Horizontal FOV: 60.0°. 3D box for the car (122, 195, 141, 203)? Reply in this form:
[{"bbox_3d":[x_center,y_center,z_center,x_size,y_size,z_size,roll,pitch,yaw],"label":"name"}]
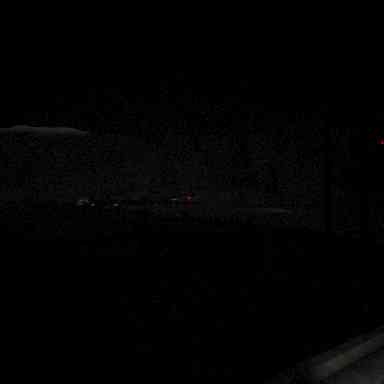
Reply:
[{"bbox_3d":[-12.731,1.515,69.563,1.882,1.535,5.008,0,0,-35],"label":"car"}]

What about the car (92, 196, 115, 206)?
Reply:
[{"bbox_3d":[-14.151,1.516,53.496,2.128,1.511,4.902,0,0,-35],"label":"car"}]

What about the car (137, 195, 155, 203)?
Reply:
[{"bbox_3d":[-10.006,1.519,71.771,1.882,1.535,5.008,0,0,-35],"label":"car"}]

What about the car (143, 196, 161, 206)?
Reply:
[{"bbox_3d":[-7.942,1.579,56.825,2.033,1.411,5.357,0,0,-35],"label":"car"}]

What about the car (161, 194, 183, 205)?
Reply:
[{"bbox_3d":[-4.277,1.525,57.715,2.128,1.511,4.902,0,0,-35],"label":"car"}]

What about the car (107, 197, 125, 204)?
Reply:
[{"bbox_3d":[-15.395,1.633,67.267,1.895,1.301,4.718,0,0,-35],"label":"car"}]

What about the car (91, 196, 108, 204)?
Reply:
[{"bbox_3d":[-18.313,1.555,65.471,1.812,1.442,4.674,0,0,-35],"label":"car"}]

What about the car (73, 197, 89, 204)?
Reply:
[{"bbox_3d":[-21.330,1.626,63.708,1.895,1.301,4.718,0,0,-35],"label":"car"}]

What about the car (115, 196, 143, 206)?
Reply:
[{"bbox_3d":[-10.385,1.629,54.224,1.895,1.301,4.718,0,0,-35],"label":"car"}]

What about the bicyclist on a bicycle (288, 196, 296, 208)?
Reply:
[{"bbox_3d":[13.643,1.345,45.193,1.656,1.620,0.582,0,0,-35],"label":"bicyclist on a bicycle"}]

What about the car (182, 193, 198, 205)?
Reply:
[{"bbox_3d":[-1.210,1.254,59.429,2.150,2.045,5.566,0,-1,-35],"label":"car"}]
